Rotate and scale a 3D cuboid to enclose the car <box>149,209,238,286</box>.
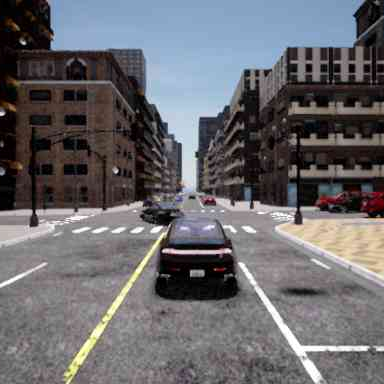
[{"bbox_3d":[0.105,1.450,9.269,2.128,1.511,4.902,0,0,0],"label":"car"}]

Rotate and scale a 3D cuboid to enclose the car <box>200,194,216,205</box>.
[{"bbox_3d":[2.723,1.223,51.484,1.967,1.590,4.097,0,0,0],"label":"car"}]

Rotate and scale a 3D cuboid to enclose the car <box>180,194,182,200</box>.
[{"bbox_3d":[-3.046,1.379,52.687,1.895,1.301,4.718,0,0,0],"label":"car"}]

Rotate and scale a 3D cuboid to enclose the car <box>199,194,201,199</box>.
[{"bbox_3d":[2.727,1.201,57.166,1.967,1.590,4.097,0,0,0],"label":"car"}]

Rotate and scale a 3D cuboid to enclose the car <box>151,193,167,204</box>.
[{"bbox_3d":[-5.654,1.076,57.170,2.192,1.841,5.009,0,0,0],"label":"car"}]

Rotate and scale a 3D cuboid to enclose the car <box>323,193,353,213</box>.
[{"bbox_3d":[14.583,1.095,29.535,4.674,1.442,1.812,-1,0,0],"label":"car"}]

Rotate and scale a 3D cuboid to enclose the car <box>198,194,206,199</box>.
[{"bbox_3d":[2.749,1.187,91.261,2.008,1.369,4.403,0,0,0],"label":"car"}]

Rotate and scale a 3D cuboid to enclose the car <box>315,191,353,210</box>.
[{"bbox_3d":[14.580,0.868,32.105,5.009,1.841,2.192,-1,1,0],"label":"car"}]

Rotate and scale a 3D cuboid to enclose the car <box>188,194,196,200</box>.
[{"bbox_3d":[0.056,1.212,84.669,1.994,1.385,4.181,0,0,0],"label":"car"}]

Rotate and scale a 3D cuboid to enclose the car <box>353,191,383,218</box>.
[{"bbox_3d":[14.709,0.920,23.727,5.009,1.841,2.192,-1,1,0],"label":"car"}]

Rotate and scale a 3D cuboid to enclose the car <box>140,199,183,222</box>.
[{"bbox_3d":[-2.230,1.482,23.785,1.994,1.385,4.181,-1,0,-28],"label":"car"}]

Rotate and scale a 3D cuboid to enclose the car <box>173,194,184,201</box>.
[{"bbox_3d":[-2.952,1.236,73.623,2.033,1.411,5.357,0,0,0],"label":"car"}]

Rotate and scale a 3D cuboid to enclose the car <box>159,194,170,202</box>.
[{"bbox_3d":[-5.646,1.158,68.535,1.967,1.590,4.097,0,0,0],"label":"car"}]

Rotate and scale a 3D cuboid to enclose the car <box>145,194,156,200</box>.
[{"bbox_3d":[-5.661,1.371,45.805,1.947,1.339,4.313,0,0,0],"label":"car"}]

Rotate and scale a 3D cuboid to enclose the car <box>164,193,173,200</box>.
[{"bbox_3d":[-5.638,1.116,79.900,1.967,1.590,4.097,0,0,0],"label":"car"}]

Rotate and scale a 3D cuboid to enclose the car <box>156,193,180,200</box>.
[{"bbox_3d":[-3.038,1.170,42.753,2.097,1.767,4.553,0,0,-1],"label":"car"}]
